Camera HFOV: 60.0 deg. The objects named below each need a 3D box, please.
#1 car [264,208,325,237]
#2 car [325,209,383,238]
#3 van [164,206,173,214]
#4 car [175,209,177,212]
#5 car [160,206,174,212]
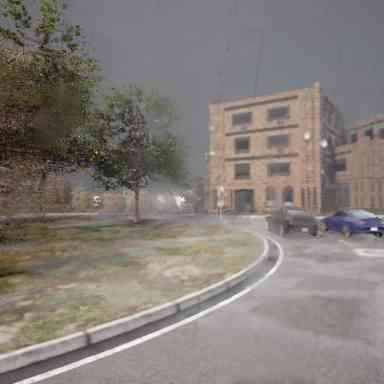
[{"bbox_3d":[5.634,1.702,19.445,1.837,1.490,4.892,1,-1,-4],"label":"car"},{"bbox_3d":[8.883,1.690,18.649,1.812,1.442,4.674,0,-1,-2],"label":"car"},{"bbox_3d":[-5.553,4.277,78.620,1.878,1.987,4.442,0,-4,-1],"label":"van"},{"bbox_3d":[-5.698,5.328,89.503,2.002,1.452,4.674,0,-4,-1],"label":"car"},{"bbox_3d":[-5.381,3.743,67.523,2.002,1.452,4.674,1,-4,-1],"label":"car"}]
